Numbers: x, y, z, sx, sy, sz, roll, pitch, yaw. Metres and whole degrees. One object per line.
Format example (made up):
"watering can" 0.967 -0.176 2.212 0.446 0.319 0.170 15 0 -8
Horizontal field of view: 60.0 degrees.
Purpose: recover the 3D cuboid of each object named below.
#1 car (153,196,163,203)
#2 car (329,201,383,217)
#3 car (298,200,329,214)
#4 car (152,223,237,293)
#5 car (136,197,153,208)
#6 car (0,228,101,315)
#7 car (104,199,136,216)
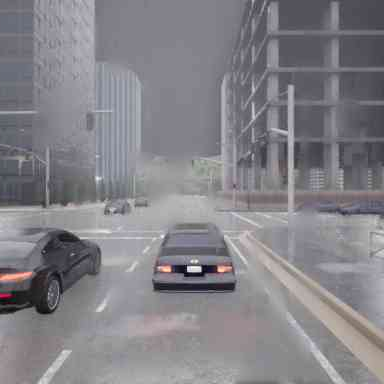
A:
"car" -7.135 1.564 68.448 1.994 1.385 4.181 0 0 0
"car" 15.848 1.492 30.283 5.357 1.411 2.033 0 0 0
"car" 12.980 1.508 33.767 4.181 1.385 1.994 0 0 0
"car" 0.054 1.547 8.976 2.033 1.411 5.357 0 0 0
"car" -7.185 1.504 48.163 1.837 1.490 4.892 0 0 0
"car" -3.454 1.526 7.459 1.812 1.442 4.674 0 0 0
"car" -7.161 1.462 32.264 2.128 1.511 4.902 0 0 0
